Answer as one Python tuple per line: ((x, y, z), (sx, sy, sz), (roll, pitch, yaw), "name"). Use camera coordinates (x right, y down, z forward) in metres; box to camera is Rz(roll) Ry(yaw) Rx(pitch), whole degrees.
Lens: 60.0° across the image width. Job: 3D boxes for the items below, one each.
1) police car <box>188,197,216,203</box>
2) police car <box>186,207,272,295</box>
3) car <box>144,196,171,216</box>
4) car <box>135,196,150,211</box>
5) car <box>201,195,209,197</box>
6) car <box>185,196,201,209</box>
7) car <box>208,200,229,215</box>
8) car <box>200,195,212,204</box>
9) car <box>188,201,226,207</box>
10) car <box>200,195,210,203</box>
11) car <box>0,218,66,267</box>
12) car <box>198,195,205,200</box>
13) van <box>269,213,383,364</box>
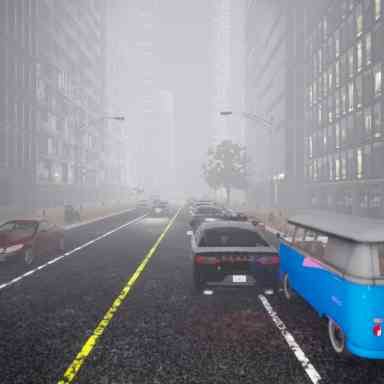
((0.866, 1.425, 24.835), (1.930, 1.638, 5.238), (0, 0, 0), "police car")
((0.888, 1.425, 8.835), (1.930, 1.638, 5.238), (0, 0, 0), "police car")
((-3.045, 1.490, 32.401), (2.128, 1.511, 4.902), (0, 0, 0), "car")
((-5.745, 1.548, 39.855), (2.008, 1.369, 4.403), (0, 0, 0), "car")
((2.628, 1.544, 45.555), (2.008, 1.369, 4.403), (0, 0, 0), "car")
((-0.052, 1.594, 45.802), (1.895, 1.301, 4.718), (0, 0, 0), "car")
((2.643, 1.581, 34.171), (1.802, 1.307, 4.206), (0, 0, 0), "car")
((2.605, 1.410, 62.633), (1.967, 1.590, 4.097), (0, 0, 0), "car")
((0.874, 1.478, 18.725), (1.882, 1.535, 5.008), (0, 0, 0), "car")
((2.597, 1.401, 68.325), (1.967, 1.590, 4.097), (0, 0, 0), "car")
((-5.706, 1.582, 11.392), (1.802, 1.307, 4.206), (0, 0, 0), "car")
((2.566, 1.463, 91.095), (1.887, 1.381, 4.507), (0, 0, 0), "car")
((2.683, 1.341, 5.709), (1.690, 1.788, 3.998), (0, 0, 0), "van")
